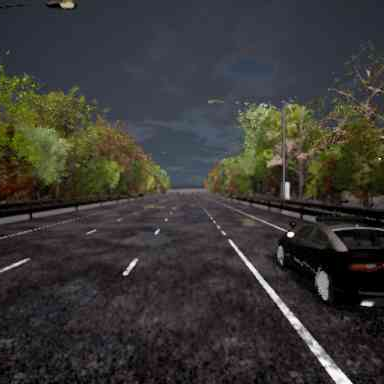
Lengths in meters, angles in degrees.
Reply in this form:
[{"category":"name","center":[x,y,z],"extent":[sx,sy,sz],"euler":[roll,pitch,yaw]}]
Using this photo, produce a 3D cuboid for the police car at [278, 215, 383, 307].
[{"category":"police car","center":[3.508,1.378,8.099],"extent":[1.930,1.638,5.238],"euler":[0,0,-1]}]
